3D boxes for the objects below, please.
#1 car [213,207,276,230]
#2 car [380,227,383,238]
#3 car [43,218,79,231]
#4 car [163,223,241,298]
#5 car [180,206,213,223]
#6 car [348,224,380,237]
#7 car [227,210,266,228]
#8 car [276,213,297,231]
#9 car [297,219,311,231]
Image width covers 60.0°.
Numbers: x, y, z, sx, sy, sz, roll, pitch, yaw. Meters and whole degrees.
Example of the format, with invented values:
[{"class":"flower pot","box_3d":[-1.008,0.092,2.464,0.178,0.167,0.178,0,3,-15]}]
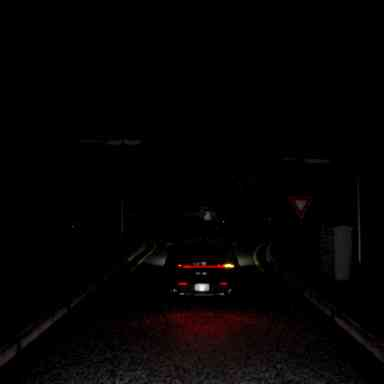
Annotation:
[{"class":"car","box_3d":[5.465,2.777,34.905,5.566,2.045,2.150,5,-3,-12]},{"class":"car","box_3d":[24.239,5.188,44.049,2.002,1.452,4.674,7,-5,-31]},{"class":"car","box_3d":[-13.986,3.253,33.704,4.718,1.301,1.895,-3,-3,15]},{"class":"car","box_3d":[0.274,1.883,9.548,1.837,1.490,4.892,0,-2,1]},{"class":"car","box_3d":[0.733,2.731,39.202,2.435,2.045,5.566,2,-3,-32]},{"class":"car","box_3d":[21.282,4.897,43.459,2.002,1.452,4.674,7,-4,-31]},{"class":"car","box_3d":[6.555,3.277,40.442,2.185,1.767,4.553,6,-4,-32]},{"class":"car","box_3d":[9.536,3.446,41.078,2.435,2.045,5.566,7,-5,-32]},{"class":"car","box_3d":[12.350,3.987,41.849,1.946,1.575,5.366,7,-4,-31]}]
